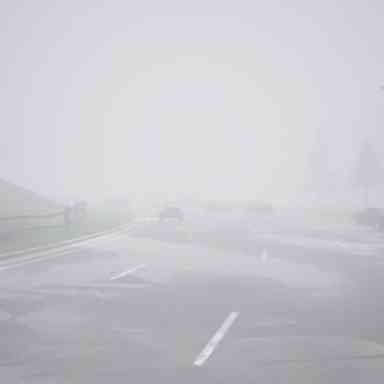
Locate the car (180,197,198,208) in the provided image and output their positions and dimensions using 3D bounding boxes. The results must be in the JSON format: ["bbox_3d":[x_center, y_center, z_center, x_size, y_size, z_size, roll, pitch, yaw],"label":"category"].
[{"bbox_3d":[-1.018,1.497,52.459,2.097,1.767,4.553,1,0,-36],"label":"car"}]

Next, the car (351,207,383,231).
[{"bbox_3d":[12.644,1.718,22.461,1.882,1.535,5.008,1,0,0],"label":"car"}]

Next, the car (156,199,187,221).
[{"bbox_3d":[-1.777,1.584,27.759,1.812,1.442,4.674,1,0,-8],"label":"car"}]

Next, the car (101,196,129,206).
[{"bbox_3d":[-12.696,1.482,54.786,4.902,1.511,2.128,1,0,43],"label":"car"}]

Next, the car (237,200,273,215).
[{"bbox_3d":[7.050,1.709,36.195,1.837,1.490,4.892,2,-1,-16],"label":"car"}]

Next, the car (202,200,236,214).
[{"bbox_3d":[2.791,1.754,38.412,1.895,1.301,4.718,1,0,-21],"label":"car"}]

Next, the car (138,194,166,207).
[{"bbox_3d":[-6.463,1.295,53.675,5.566,2.045,2.150,1,0,44],"label":"car"}]

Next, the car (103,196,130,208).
[{"bbox_3d":[-10.752,1.347,47.609,2.097,1.767,4.553,1,0,-39],"label":"car"}]
